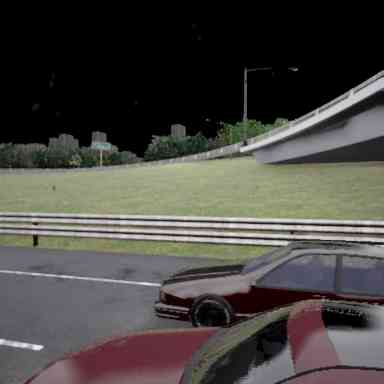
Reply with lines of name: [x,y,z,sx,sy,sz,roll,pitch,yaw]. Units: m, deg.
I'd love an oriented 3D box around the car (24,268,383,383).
car: [0.945,1.525,2.106,4.674,1.442,1.812,0,0,17]

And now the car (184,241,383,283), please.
car: [2.137,1.546,5.391,5.357,1.411,2.033,0,0,17]
